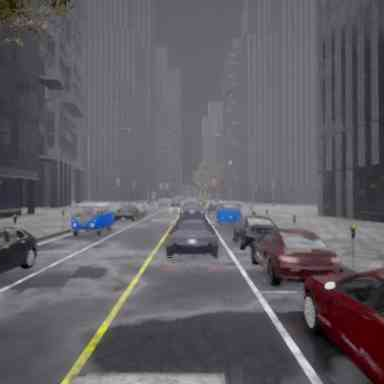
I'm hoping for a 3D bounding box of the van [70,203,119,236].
[{"bbox_3d":[-5.759,1.547,19.554,1.690,1.788,3.998,0,-1,0],"label":"van"}]

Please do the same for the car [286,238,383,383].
[{"bbox_3d":[2.765,1.588,4.040,1.887,1.381,4.507,0,-1,0],"label":"car"}]

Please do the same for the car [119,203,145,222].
[{"bbox_3d":[-5.758,1.884,30.128,1.947,1.339,4.313,0,-1,0],"label":"car"}]

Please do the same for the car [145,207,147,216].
[{"bbox_3d":[-5.758,1.899,35.248,1.752,1.417,4.829,0,-1,0],"label":"car"}]

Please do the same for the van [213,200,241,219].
[{"bbox_3d":[2.767,1.612,25.694,1.690,1.788,3.998,0,-1,0],"label":"van"}]

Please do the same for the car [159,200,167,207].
[{"bbox_3d":[-5.756,2.273,66.910,2.008,1.369,4.403,0,-1,0],"label":"car"}]

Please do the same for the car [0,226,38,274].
[{"bbox_3d":[-5.760,1.645,8.974,2.008,1.369,4.403,0,-1,0],"label":"car"}]

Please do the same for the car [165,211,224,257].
[{"bbox_3d":[0.023,1.707,13.554,1.994,1.385,4.181,0,-1,0],"label":"car"}]

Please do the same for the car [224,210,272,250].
[{"bbox_3d":[2.766,1.707,14.866,2.008,1.369,4.403,0,-1,0],"label":"car"}]

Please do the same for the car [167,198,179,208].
[{"bbox_3d":[-3.028,2.271,62.242,1.895,1.301,4.718,0,-1,1],"label":"car"}]

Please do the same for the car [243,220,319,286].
[{"bbox_3d":[2.765,1.681,9.453,1.802,1.307,4.206,0,-1,0],"label":"car"}]

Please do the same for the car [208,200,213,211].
[{"bbox_3d":[3.152,2.008,45.203,1.812,1.442,4.674,0,-1,0],"label":"car"}]

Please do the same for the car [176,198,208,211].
[{"bbox_3d":[0.025,1.651,28.428,2.097,1.767,4.553,0,-1,0],"label":"car"}]

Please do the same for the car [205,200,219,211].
[{"bbox_3d":[3.144,2.036,52.203,1.882,1.535,5.008,0,-1,0],"label":"car"}]
